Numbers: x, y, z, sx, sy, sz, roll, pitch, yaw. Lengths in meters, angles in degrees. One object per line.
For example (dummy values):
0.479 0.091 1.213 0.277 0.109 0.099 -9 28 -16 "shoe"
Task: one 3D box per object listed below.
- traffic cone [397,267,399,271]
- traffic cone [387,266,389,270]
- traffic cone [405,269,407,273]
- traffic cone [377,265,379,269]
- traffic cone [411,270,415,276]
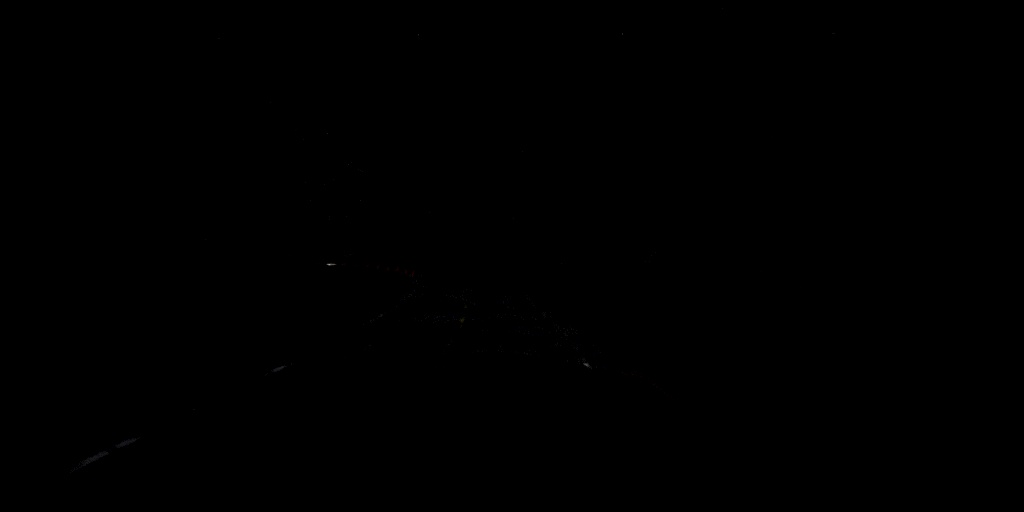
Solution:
-14.048 1.587 43.999 0.340 0.580 0.340 0 0 -30 "traffic cone"
-16.607 1.556 48.109 0.340 0.580 0.340 0 0 -34 "traffic cone"
-11.757 1.614 39.735 0.340 0.580 0.340 0 0 -26 "traffic cone"
-19.423 1.519 52.048 0.340 0.580 0.340 0 0 -37 "traffic cone"
-9.743 1.636 35.332 0.340 0.580 0.340 0 0 -23 "traffic cone"
